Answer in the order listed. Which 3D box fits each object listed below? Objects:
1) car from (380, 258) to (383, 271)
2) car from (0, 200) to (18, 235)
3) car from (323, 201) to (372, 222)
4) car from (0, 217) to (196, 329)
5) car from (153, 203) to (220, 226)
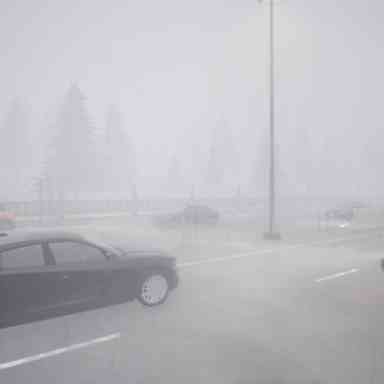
[{"bbox_3d":[7.092,1.491,8.887,5.357,1.411,2.033,0,0,-36],"label":"car"},{"bbox_3d":[-11.707,1.352,17.144,4.553,1.767,2.097,0,0,-36],"label":"car"},{"bbox_3d":[12.055,1.399,25.453,4.674,1.442,1.812,0,0,-34],"label":"car"},{"bbox_3d":[-2.564,1.471,6.226,5.008,1.535,1.882,0,0,-36],"label":"car"},{"bbox_3d":[-0.305,1.465,21.040,4.674,1.442,1.812,0,0,-36],"label":"car"}]
